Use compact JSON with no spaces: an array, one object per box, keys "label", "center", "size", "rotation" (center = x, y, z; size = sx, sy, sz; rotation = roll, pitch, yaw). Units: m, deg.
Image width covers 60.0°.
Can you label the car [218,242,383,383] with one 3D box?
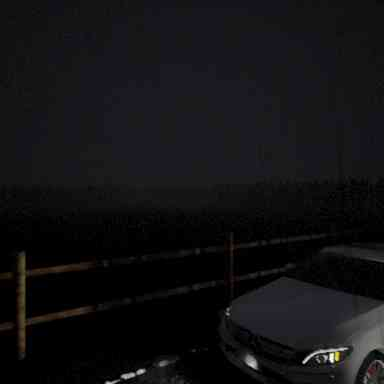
[{"label":"car","center":[2.527,1.533,4.877],"size":[4.674,1.442,1.812],"rotation":[0,0,-35]}]
